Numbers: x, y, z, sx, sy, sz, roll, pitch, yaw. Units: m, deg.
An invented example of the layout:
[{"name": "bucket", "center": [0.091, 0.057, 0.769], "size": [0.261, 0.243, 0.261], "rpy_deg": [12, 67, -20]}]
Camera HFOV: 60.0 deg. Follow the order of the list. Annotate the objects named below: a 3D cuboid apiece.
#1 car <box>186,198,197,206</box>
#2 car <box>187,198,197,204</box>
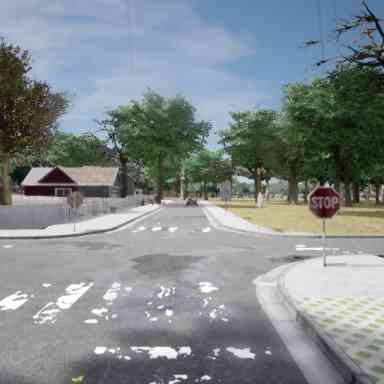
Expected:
[{"name": "car", "center": [-0.032, 1.697, 58.295], "size": [1.812, 1.442, 4.674], "rpy_deg": [0, 0, 0]}, {"name": "car", "center": [-0.033, 1.824, 68.330], "size": [1.895, 1.301, 4.718], "rpy_deg": [0, 0, 0]}]
